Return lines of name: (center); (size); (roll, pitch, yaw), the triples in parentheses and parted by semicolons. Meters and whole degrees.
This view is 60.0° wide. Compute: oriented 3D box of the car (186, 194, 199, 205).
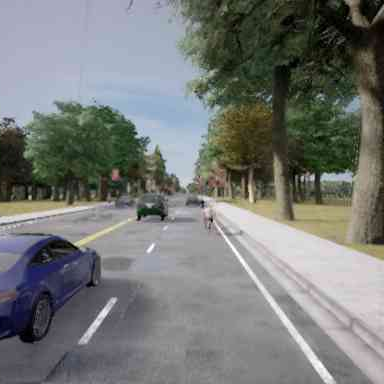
car: (0.103, 1.242, 54.305); (2.097, 1.767, 4.553); (0, 0, 0)

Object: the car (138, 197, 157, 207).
car: (-6.562, 1.445, 49.819); (2.033, 1.411, 5.357); (0, 0, 0)

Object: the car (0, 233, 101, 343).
car: (-3.151, 1.514, 6.304); (1.812, 1.442, 4.674); (0, 0, 0)

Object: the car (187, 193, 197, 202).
car: (0.008, 1.226, 73.788); (2.097, 1.767, 4.553); (0, 0, 0)

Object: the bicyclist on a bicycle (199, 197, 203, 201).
bicyclist on a bicycle: (0.895, 1.307, 30.994); (0.659, 1.776, 1.843); (0, 0, 0)

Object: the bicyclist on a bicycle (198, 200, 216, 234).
bicyclist on a bicycle: (0.886, 1.402, 17.715); (0.866, 1.612, 1.509); (0, 0, 0)

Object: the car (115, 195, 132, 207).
car: (-9.815, 1.251, 48.488); (2.097, 1.767, 4.553); (0, 0, 0)

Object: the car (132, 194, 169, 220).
car: (-3.159, 1.166, 27.295); (2.150, 2.045, 5.566); (0, 0, 0)
